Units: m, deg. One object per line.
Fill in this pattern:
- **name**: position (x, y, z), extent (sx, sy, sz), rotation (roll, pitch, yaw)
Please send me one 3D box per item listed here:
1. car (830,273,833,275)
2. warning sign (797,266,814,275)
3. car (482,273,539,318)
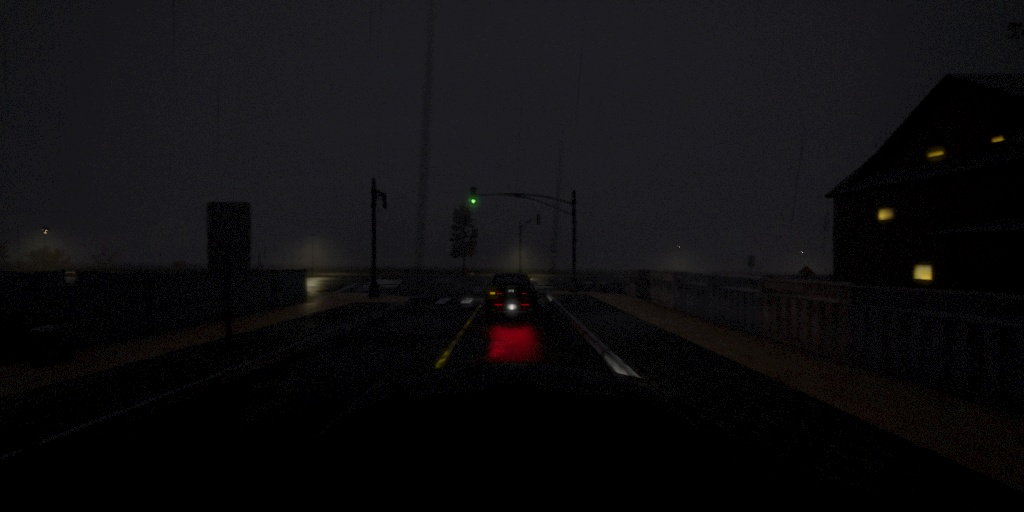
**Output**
- **car**: position (37.013, 2.401, 38.233), extent (4.718, 1.301, 1.895), rotation (1, 0, -16)
- **warning sign**: position (22.954, 1.672, 27.992), extent (1.060, 1.860, 1.300), rotation (0, 0, -15)
- **car**: position (-0.057, 1.389, 13.755), extent (1.837, 1.490, 4.892), rotation (0, -1, -1)
